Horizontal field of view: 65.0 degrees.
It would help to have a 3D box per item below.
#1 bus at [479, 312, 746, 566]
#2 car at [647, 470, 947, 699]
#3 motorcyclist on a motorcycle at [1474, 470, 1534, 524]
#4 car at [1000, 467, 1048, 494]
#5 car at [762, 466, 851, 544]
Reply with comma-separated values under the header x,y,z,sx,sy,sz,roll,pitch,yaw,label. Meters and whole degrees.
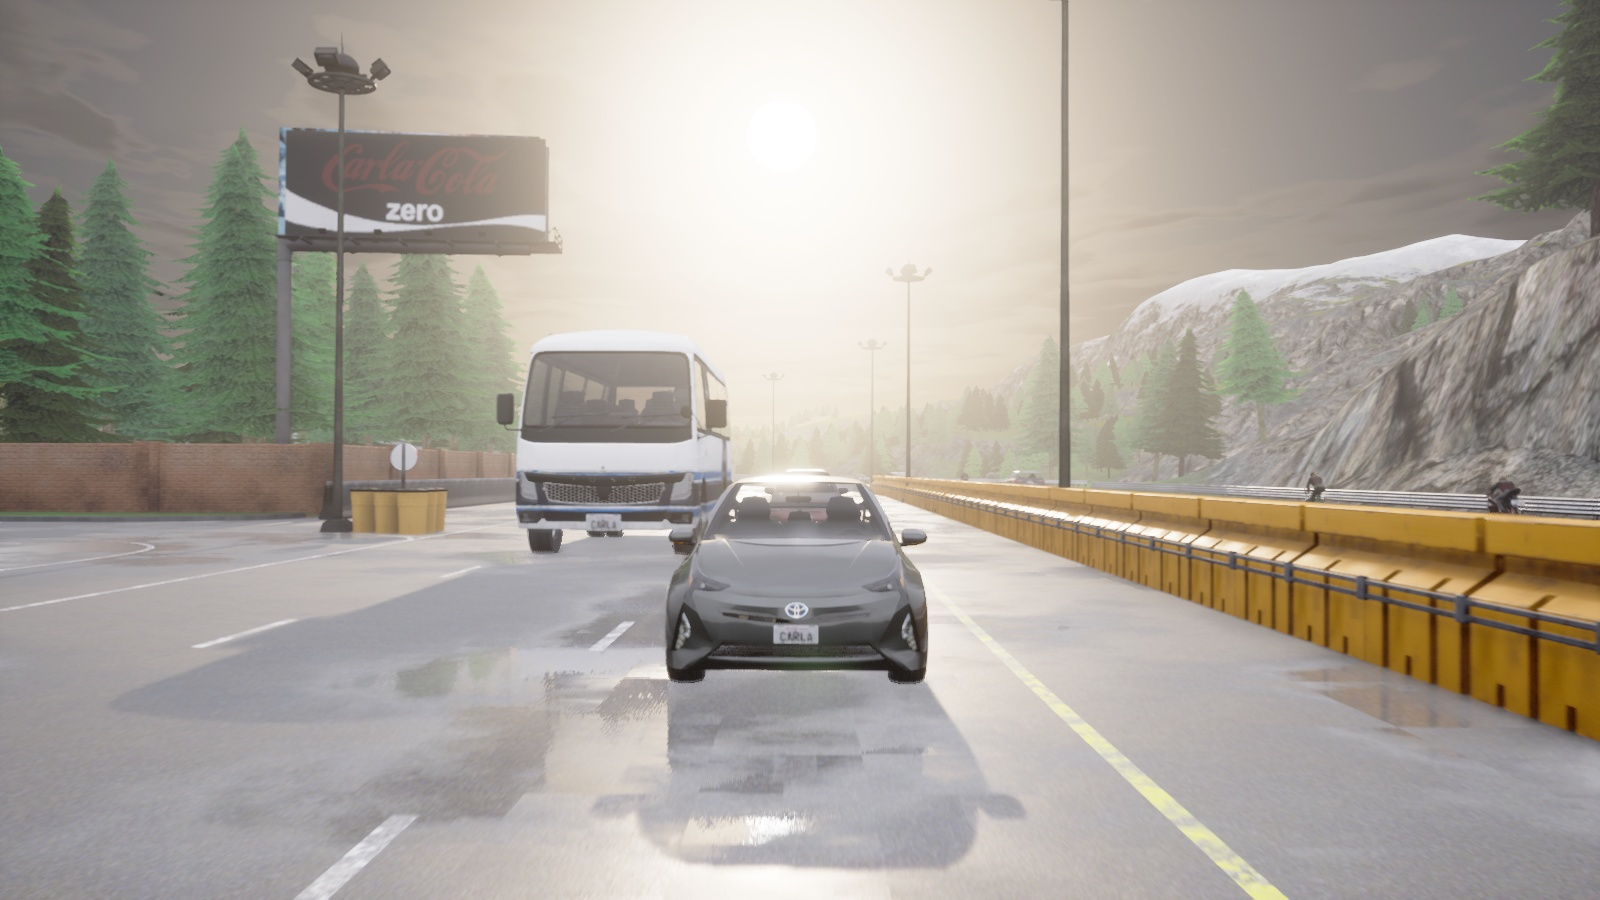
x,y,z,sx,sy,sz,roll,pitch,yaw,label
-3.369,-0.110,26.200,3.944,4.253,10.273,0,-1,1,bus
-0.006,0.940,10.681,2.007,1.525,4.514,0,-1,0,car
21.215,1.398,37.894,0.866,1.530,2.191,-2,-1,10,motorcyclist on a motorcycle
14.601,1.976,82.167,2.242,1.667,4.611,0,-1,-1,car
0.156,1.183,28.174,1.851,1.617,3.988,0,-1,1,car
